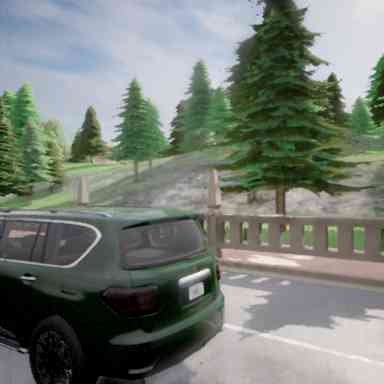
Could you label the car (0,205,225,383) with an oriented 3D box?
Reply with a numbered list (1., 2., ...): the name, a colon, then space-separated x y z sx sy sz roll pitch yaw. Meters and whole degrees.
1. car: -2.203 1.242 5.253 5.566 2.045 2.150 -1 0 33
